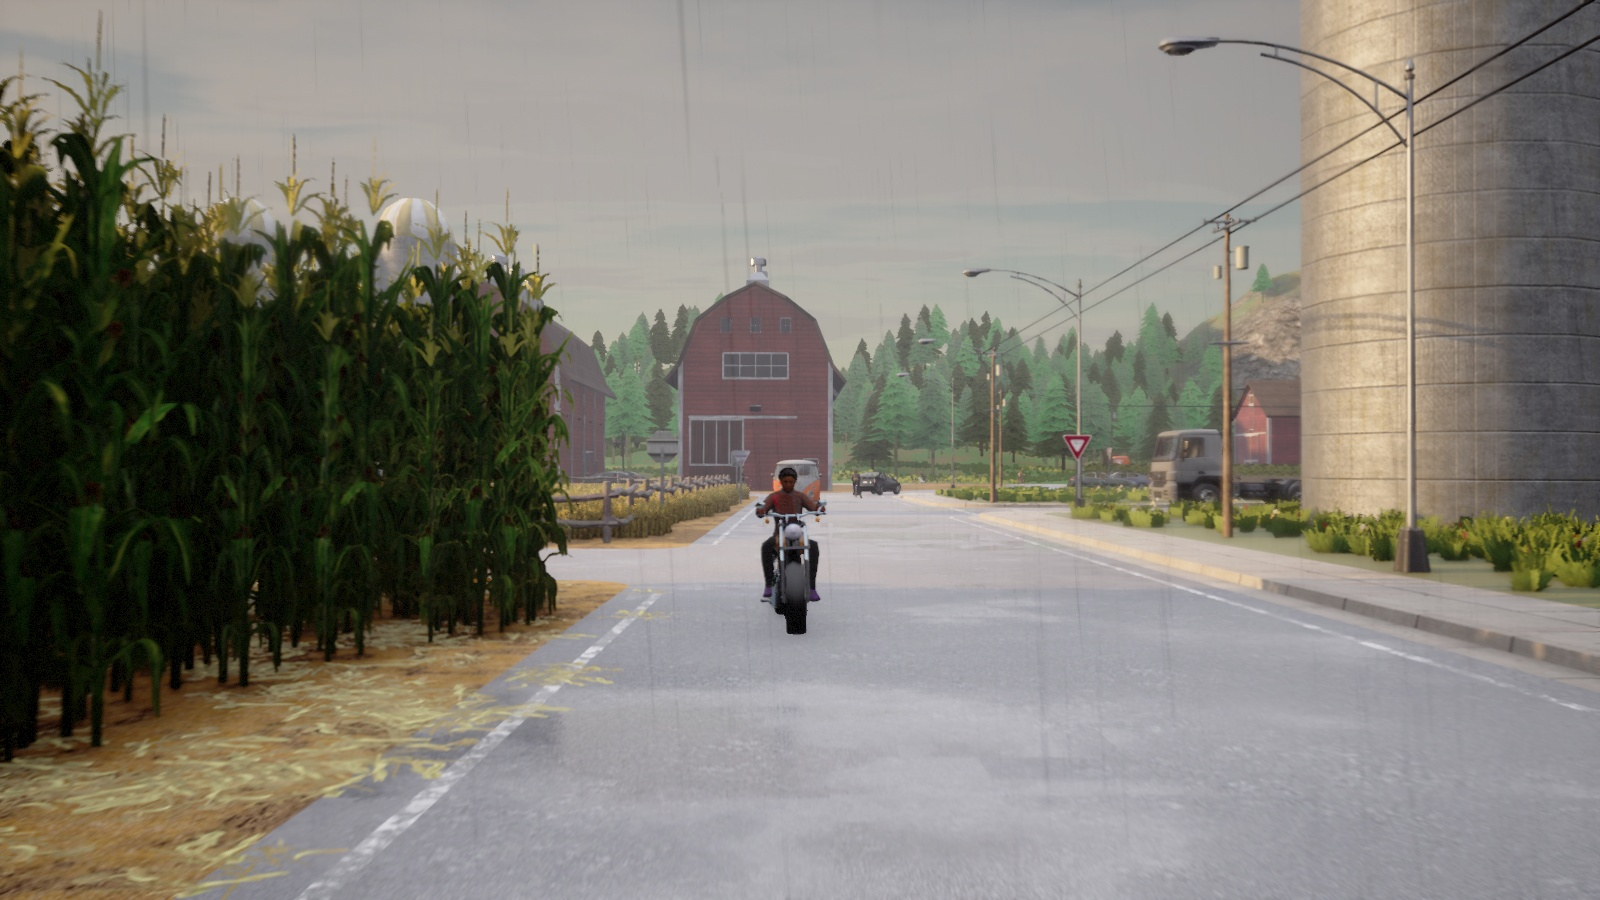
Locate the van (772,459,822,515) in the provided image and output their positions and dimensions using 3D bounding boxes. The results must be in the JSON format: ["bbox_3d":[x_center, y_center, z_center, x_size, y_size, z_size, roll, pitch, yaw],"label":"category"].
[{"bbox_3d":[-0.118,1.375,47.458,1.775,1.987,4.442,0,-1,0],"label":"van"}]

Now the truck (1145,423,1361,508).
[{"bbox_3d":[18.823,0.651,52.530,7.936,3.462,2.891,0,-1,-1],"label":"truck"}]

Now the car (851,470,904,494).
[{"bbox_3d":[5.217,2.146,84.051,2.007,1.525,4.514,-1,-1,26],"label":"car"}]

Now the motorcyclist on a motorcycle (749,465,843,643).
[{"bbox_3d":[-0.087,0.985,12.879,0.766,1.649,2.350,0,-1,-5],"label":"motorcyclist on a motorcycle"}]

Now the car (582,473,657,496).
[{"bbox_3d":[-12.157,2.309,84.895,4.892,1.490,1.837,1,-1,-3],"label":"car"}]

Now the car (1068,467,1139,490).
[{"bbox_3d":[22.435,2.083,92.936,5.027,1.651,2.152,0,-1,13],"label":"car"}]
